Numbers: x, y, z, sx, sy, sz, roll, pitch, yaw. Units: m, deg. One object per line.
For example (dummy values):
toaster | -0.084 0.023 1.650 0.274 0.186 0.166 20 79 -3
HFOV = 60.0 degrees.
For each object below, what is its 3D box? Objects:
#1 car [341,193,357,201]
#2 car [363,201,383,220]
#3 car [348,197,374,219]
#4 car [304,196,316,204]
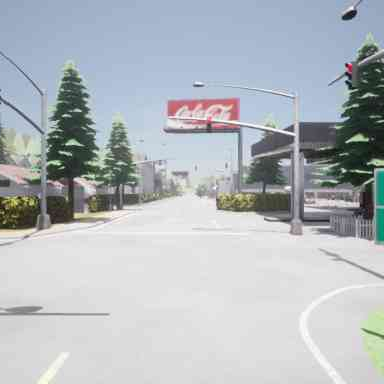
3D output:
car | 34.737 1.489 71.931 2.007 1.523 4.514 0 0 0
car | 18.623 1.672 30.704 4.611 1.667 2.242 0 0 0
car | 14.310 1.504 25.024 3.866 1.878 1.905 0 0 0
car | 22.351 1.552 64.110 1.970 1.475 3.806 0 0 0
